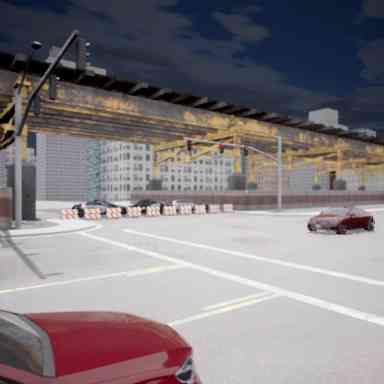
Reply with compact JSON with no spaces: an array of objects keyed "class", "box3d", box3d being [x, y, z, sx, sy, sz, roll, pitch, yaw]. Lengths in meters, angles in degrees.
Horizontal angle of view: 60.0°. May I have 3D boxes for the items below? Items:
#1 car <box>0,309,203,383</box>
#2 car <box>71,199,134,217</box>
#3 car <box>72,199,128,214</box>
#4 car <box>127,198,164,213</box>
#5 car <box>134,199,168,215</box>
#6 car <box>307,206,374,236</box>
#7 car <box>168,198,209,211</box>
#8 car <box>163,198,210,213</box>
[{"class":"car","box3d":[-2.075,1.526,2.287,4.674,1.442,1.812,0,0,-35]},{"class":"car","box3d":[-8.301,1.451,30.447,4.974,1.542,2.038,0,0,8]},{"class":"car","box3d":[-8.353,1.293,30.454,4.536,1.218,1.853,0,0,8]},{"class":"car","box3d":[-4.547,1.292,33.190,1.853,1.218,4.536,0,0,18]},{"class":"car","box3d":[-4.563,1.450,33.141,2.038,1.542,4.974,0,0,18]},{"class":"car","box3d":[8.448,1.523,18.666,4.674,1.442,1.812,0,0,-36]},{"class":"car","box3d":[-0.713,1.291,36.903,4.536,1.218,1.853,0,0,-7]},{"class":"car","box3d":[-0.661,1.449,36.909,4.974,1.542,2.038,0,0,-7]}]
